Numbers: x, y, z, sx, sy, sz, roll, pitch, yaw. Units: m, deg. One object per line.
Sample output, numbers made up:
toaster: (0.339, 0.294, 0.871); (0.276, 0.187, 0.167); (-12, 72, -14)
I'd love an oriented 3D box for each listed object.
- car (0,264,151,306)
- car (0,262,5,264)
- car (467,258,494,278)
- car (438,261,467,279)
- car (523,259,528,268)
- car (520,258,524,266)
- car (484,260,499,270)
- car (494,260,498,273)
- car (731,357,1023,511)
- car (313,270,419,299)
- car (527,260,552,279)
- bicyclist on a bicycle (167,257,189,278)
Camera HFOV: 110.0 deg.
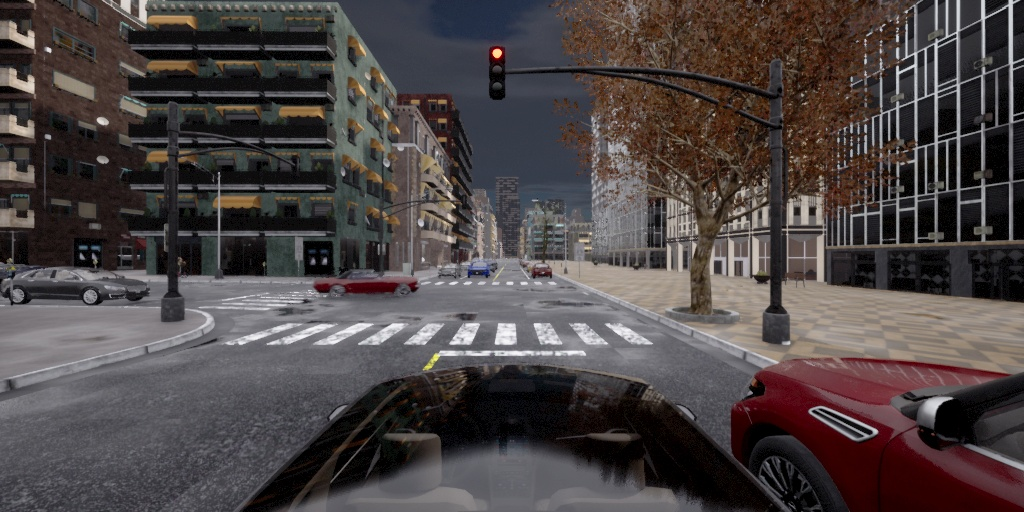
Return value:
car: (-16.436, 1.091, 13.626); (4.403, 1.370, 2.007); (0, 0, -1)
car: (-21.716, 1.071, 16.163); (4.718, 1.301, 1.895); (1, 0, -1)
car: (-3.097, 1.240, 34.332); (1.882, 1.535, 5.008); (0, 0, 0)
car: (-5.694, 1.312, 33.044); (2.007, 1.370, 4.403); (0, 0, 0)
car: (2.685, 1.297, 44.280); (1.751, 1.417, 4.829); (0, 0, 0)
car: (2.682, 1.374, 60.708); (1.802, 1.307, 4.207); (0, 0, 0)
car: (-3.090, 1.332, 54.693); (2.033, 1.411, 5.357); (0, 0, 0)
car: (-3.095, 1.336, 44.329); (1.994, 1.385, 4.181); (0, 0, 0)
car: (2.692, 1.065, 0.658); (2.192, 1.841, 5.009); (0, 0, 0)
car: (-7.016, 1.335, 17.700); (4.718, 1.301, 1.895); (1, 0, -19)
car: (2.686, 1.307, 33.045); (1.888, 1.381, 4.507); (0, 0, 0)
bicyclist on a bicycle: (-23.172, 0.761, 24.886); (0.582, 1.620, 1.656); (1, 0, -1)
